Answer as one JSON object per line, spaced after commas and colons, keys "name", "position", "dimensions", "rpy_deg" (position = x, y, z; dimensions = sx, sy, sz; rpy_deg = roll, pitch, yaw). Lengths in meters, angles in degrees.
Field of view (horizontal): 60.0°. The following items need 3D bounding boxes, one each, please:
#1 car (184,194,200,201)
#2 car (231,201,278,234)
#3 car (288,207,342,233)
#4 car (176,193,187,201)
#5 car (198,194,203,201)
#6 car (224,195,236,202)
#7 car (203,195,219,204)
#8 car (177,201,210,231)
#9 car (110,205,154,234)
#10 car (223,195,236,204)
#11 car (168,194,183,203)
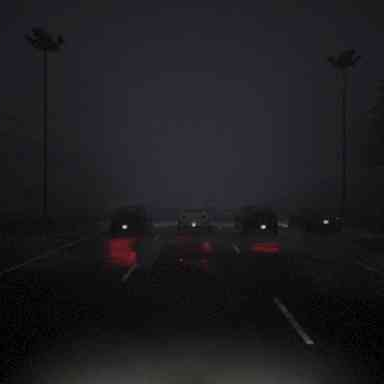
{"name": "car", "position": [0.053, 1.560, 64.288], "dimensions": [1.895, 1.301, 4.718], "rpy_deg": [0, 0, 2]}
{"name": "car", "position": [3.609, 1.493, 19.210], "dimensions": [1.837, 1.490, 4.892], "rpy_deg": [0, 0, 0]}
{"name": "car", "position": [7.108, 1.552, 19.648], "dimensions": [1.994, 1.385, 4.181], "rpy_deg": [0, 0, 0]}
{"name": "car", "position": [-2.097, 1.173, 74.461], "dimensions": [2.150, 2.045, 5.566], "rpy_deg": [0, 0, 17]}
{"name": "car", "position": [1.474, 1.161, 74.355], "dimensions": [2.097, 1.767, 4.553], "rpy_deg": [0, 0, 17]}
{"name": "car", "position": [8.511, 1.431, 73.543], "dimensions": [1.812, 1.442, 4.674], "rpy_deg": [0, 0, 17]}
{"name": "car", "position": [3.540, 1.312, 63.625], "dimensions": [2.097, 1.767, 4.553], "rpy_deg": [0, 0, 2]}
{"name": "car", "position": [0.094, 1.513, 20.180], "dimensions": [1.812, 1.442, 4.674], "rpy_deg": [0, 0, 0]}
{"name": "car", "position": [-3.392, 1.493, 19.202], "dimensions": [1.837, 1.490, 4.892], "rpy_deg": [0, 0, 0]}
{"name": "car", "position": [7.041, 1.486, 63.682], "dimensions": [1.812, 1.442, 4.674], "rpy_deg": [0, 0, 2]}
{"name": "car", "position": [-3.440, 1.523, 64.767], "dimensions": [1.994, 1.385, 4.181], "rpy_deg": [0, 0, 2]}
